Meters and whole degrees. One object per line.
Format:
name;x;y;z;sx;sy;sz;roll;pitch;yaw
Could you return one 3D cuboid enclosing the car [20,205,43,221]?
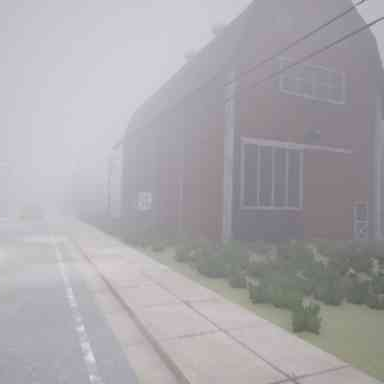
car;-17.794;2.222;36.955;2.097;1.767;4.553;2;-2;-24
